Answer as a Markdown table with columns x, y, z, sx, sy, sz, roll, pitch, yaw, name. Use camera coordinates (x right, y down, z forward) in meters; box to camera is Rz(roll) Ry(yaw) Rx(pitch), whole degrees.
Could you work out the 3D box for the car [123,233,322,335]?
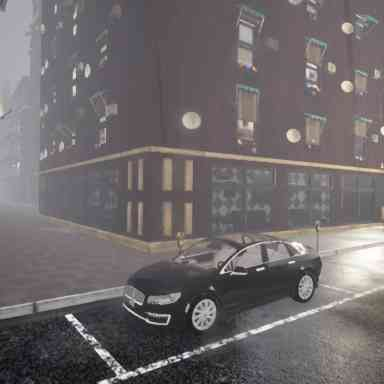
| x | y | z | sx | sy | sz | roll | pitch | yaw | name |
| --- | --- | --- | --- | --- | --- | --- | --- | --- | --- |
| 0.810 | 1.552 | 6.626 | 4.403 | 1.369 | 2.008 | 0 | 1 | -35 | car |
